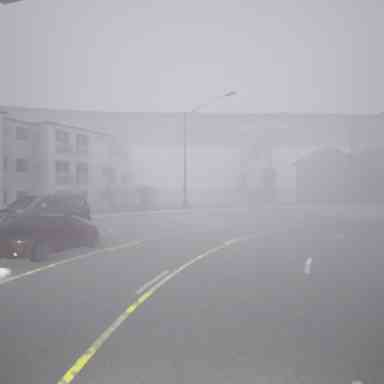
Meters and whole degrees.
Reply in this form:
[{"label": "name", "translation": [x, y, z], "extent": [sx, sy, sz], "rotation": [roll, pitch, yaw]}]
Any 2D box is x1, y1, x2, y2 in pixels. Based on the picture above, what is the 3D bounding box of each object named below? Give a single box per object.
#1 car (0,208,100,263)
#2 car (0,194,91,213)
[{"label": "car", "translation": [-5.123, 1.479, 11.724], "extent": [1.994, 1.385, 4.181], "rotation": [0, 0, 20]}, {"label": "car", "translation": [-7.262, 1.107, 15.995], "extent": [2.150, 2.045, 5.566], "rotation": [0, 0, 24]}]
